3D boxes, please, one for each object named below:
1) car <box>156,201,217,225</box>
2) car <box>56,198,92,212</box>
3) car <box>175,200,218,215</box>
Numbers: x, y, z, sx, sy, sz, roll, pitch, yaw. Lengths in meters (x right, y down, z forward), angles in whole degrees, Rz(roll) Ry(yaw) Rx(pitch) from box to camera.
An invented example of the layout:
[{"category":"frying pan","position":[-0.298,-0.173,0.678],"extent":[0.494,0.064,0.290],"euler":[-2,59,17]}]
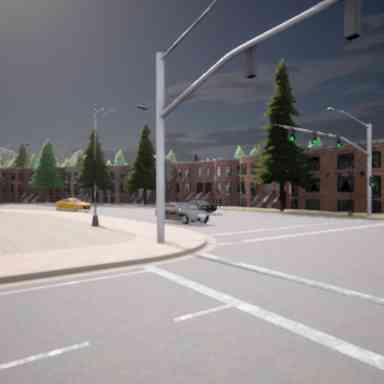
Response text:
[{"category":"car","position":[-0.736,1.458,23.624],"extent":[2.128,1.511,4.902],"euler":[0,0,-36]},{"category":"car","position":[-13.586,1.450,38.210],"extent":[5.008,1.535,1.882],"euler":[0,0,36]},{"category":"car","position":[0.369,1.551,34.274],"extent":[1.895,1.301,4.718],"euler":[0,0,-38]}]
